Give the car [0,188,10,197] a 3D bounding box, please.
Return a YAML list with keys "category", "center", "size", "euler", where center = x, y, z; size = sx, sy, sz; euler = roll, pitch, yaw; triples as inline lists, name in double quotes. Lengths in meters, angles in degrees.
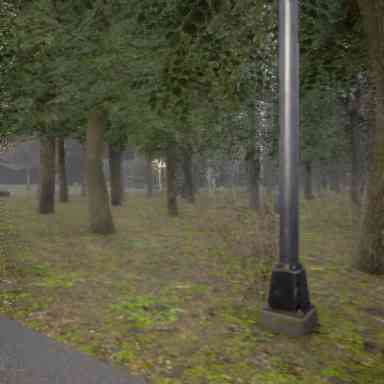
- category: "car"
  center: [-37.162, 0.083, 62.937]
  size: [2.097, 1.767, 4.553]
  euler: [-2, 0, 34]
